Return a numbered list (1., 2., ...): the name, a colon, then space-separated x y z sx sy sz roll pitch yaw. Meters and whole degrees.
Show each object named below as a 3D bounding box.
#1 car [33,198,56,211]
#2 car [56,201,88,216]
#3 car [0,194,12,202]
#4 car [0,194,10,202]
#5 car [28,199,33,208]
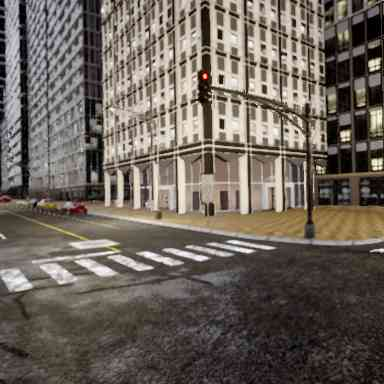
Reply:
1. car: -17.721 1.474 40.619 1.752 1.417 4.829 0 0 -36
2. car: -11.127 1.517 31.410 1.802 1.307 4.206 0 0 -36
3. car: -40.355 1.539 72.219 1.887 1.381 4.507 0 0 -36
4. car: -43.602 1.316 76.755 2.192 1.841 5.009 0 0 -36
5. car: -20.870 1.521 45.014 1.947 1.339 4.313 0 0 -36
